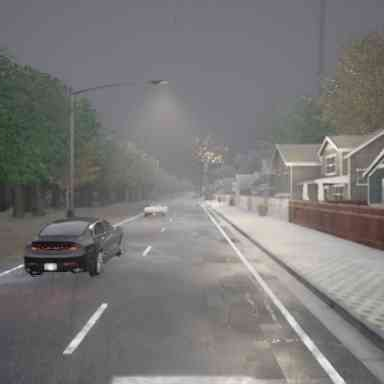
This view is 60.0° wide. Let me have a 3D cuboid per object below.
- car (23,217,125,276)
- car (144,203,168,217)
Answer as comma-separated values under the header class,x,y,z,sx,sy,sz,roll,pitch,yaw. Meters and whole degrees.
class,x,y,z,sx,sy,sz,roll,pitch,yaw
car,-3.404,1.536,10.436,1.837,1.490,4.892,0,0,0
car,-3.388,1.679,32.147,1.895,1.301,4.718,0,0,0
